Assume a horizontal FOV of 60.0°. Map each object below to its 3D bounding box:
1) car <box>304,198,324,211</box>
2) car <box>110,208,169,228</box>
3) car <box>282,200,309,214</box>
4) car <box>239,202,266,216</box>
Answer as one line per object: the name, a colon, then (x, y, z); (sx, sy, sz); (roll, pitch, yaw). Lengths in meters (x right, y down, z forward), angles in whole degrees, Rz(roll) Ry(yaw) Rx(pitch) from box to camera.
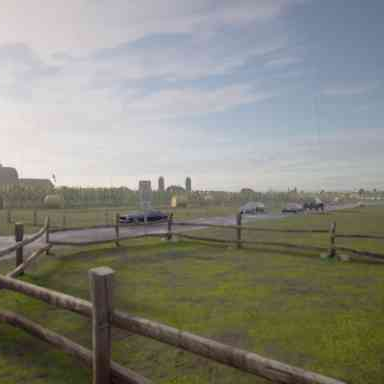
car: (19.194, 1.932, 52.483); (2.150, 2.045, 5.566); (-1, -1, 35)
car: (-3.690, 1.871, 24.466); (1.895, 1.301, 4.718); (-1, -1, 35)
car: (13.534, 2.139, 44.237); (1.994, 1.385, 4.181); (-1, -1, 36)
car: (7.460, 2.035, 40.519); (1.837, 1.490, 4.892); (-1, -1, 35)
